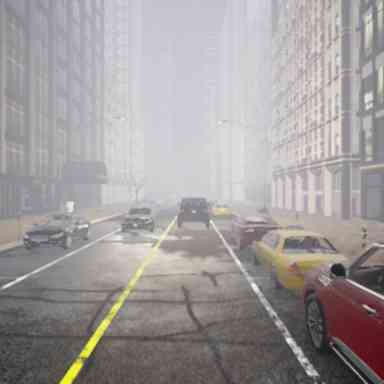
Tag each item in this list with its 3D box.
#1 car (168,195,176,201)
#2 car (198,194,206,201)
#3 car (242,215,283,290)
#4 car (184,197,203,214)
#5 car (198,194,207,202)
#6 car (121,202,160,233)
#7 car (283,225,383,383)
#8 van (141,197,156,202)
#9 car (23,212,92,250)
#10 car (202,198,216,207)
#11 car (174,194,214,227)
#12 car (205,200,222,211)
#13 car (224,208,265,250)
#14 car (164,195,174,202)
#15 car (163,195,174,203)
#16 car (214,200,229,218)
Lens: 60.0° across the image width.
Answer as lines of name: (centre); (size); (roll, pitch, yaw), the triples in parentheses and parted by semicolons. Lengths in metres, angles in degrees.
car: (-5.623, 1.731, 94.318); (1.967, 1.590, 4.097); (0, 0, 0)
car: (2.757, 1.605, 94.309); (2.192, 1.841, 5.009); (0, 0, 0)
car: (2.693, 1.563, 9.004); (1.752, 1.417, 4.829); (0, 0, 0)
car: (0.124, 1.496, 38.606); (2.097, 1.767, 4.553); (0, 0, 0)
car: (2.753, 1.595, 88.611); (2.192, 1.841, 5.009); (0, 0, 0)
car: (-3.083, 1.587, 20.501); (1.837, 1.490, 4.892); (0, 0, 0)
car: (2.688, 1.329, 3.137); (2.192, 1.841, 5.009); (0, 0, 0)
van: (-5.663, 1.501, 43.035); (1.690, 1.788, 3.998); (0, 0, 0)
car: (-5.683, 1.610, 14.540); (2.008, 1.369, 4.403); (0, 0, 0)
car: (2.727, 1.760, 54.420); (1.947, 1.339, 4.313); (0, 0, 0)
car: (0.114, 1.317, 23.490); (2.150, 2.045, 5.566); (0, 0, 0)
car: (2.719, 1.725, 43.024); (1.947, 1.339, 4.313); (0, 0, 0)
car: (2.697, 1.604, 14.532); (1.887, 1.381, 4.507); (0, 0, 0)
car: (-5.632, 1.583, 82.922); (2.192, 1.841, 5.009); (0, 0, 0)
car: (-5.636, 1.800, 77.223); (1.887, 1.381, 4.507); (0, 0, 0)
car: (2.711, 1.648, 31.797); (1.752, 1.417, 4.829); (0, 0, 0)
